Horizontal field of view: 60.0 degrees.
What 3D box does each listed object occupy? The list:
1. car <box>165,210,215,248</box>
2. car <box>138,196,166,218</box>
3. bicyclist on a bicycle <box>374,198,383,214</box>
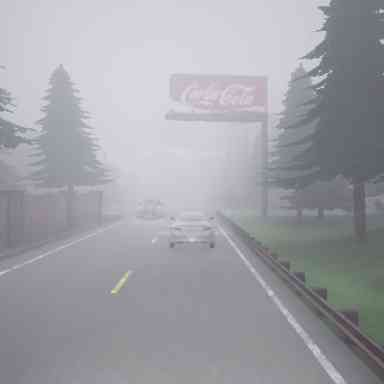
[{"bbox_3d":[0.000,1.532,14.650,1.812,1.442,4.674,0,0,0],"label":"car"},{"bbox_3d":[-3.500,1.403,29.589,2.097,1.767,4.553,0,0,0],"label":"car"},{"bbox_3d":[19.339,1.497,34.590,0.582,1.620,1.656,-2,-3,-13],"label":"bicyclist on a bicycle"}]
